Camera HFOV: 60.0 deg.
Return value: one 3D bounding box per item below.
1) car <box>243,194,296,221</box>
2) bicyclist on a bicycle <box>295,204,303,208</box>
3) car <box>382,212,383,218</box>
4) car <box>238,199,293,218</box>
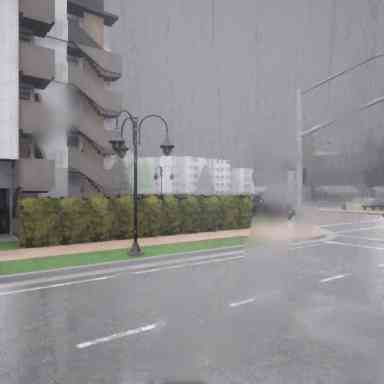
[{"bbox_3d":[5.776,1.222,27.326,2.150,2.045,5.566,0,0,-38],"label":"car"},{"bbox_3d":[13.423,1.301,41.677,1.656,1.620,0.582,0,0,-39],"label":"bicyclist on a bicycle"},{"bbox_3d":[17.142,1.547,24.480,2.033,1.411,5.357,0,0,-38],"label":"car"},{"bbox_3d":[6.882,1.478,31.644,1.882,1.535,5.008,0,0,-37],"label":"car"}]
